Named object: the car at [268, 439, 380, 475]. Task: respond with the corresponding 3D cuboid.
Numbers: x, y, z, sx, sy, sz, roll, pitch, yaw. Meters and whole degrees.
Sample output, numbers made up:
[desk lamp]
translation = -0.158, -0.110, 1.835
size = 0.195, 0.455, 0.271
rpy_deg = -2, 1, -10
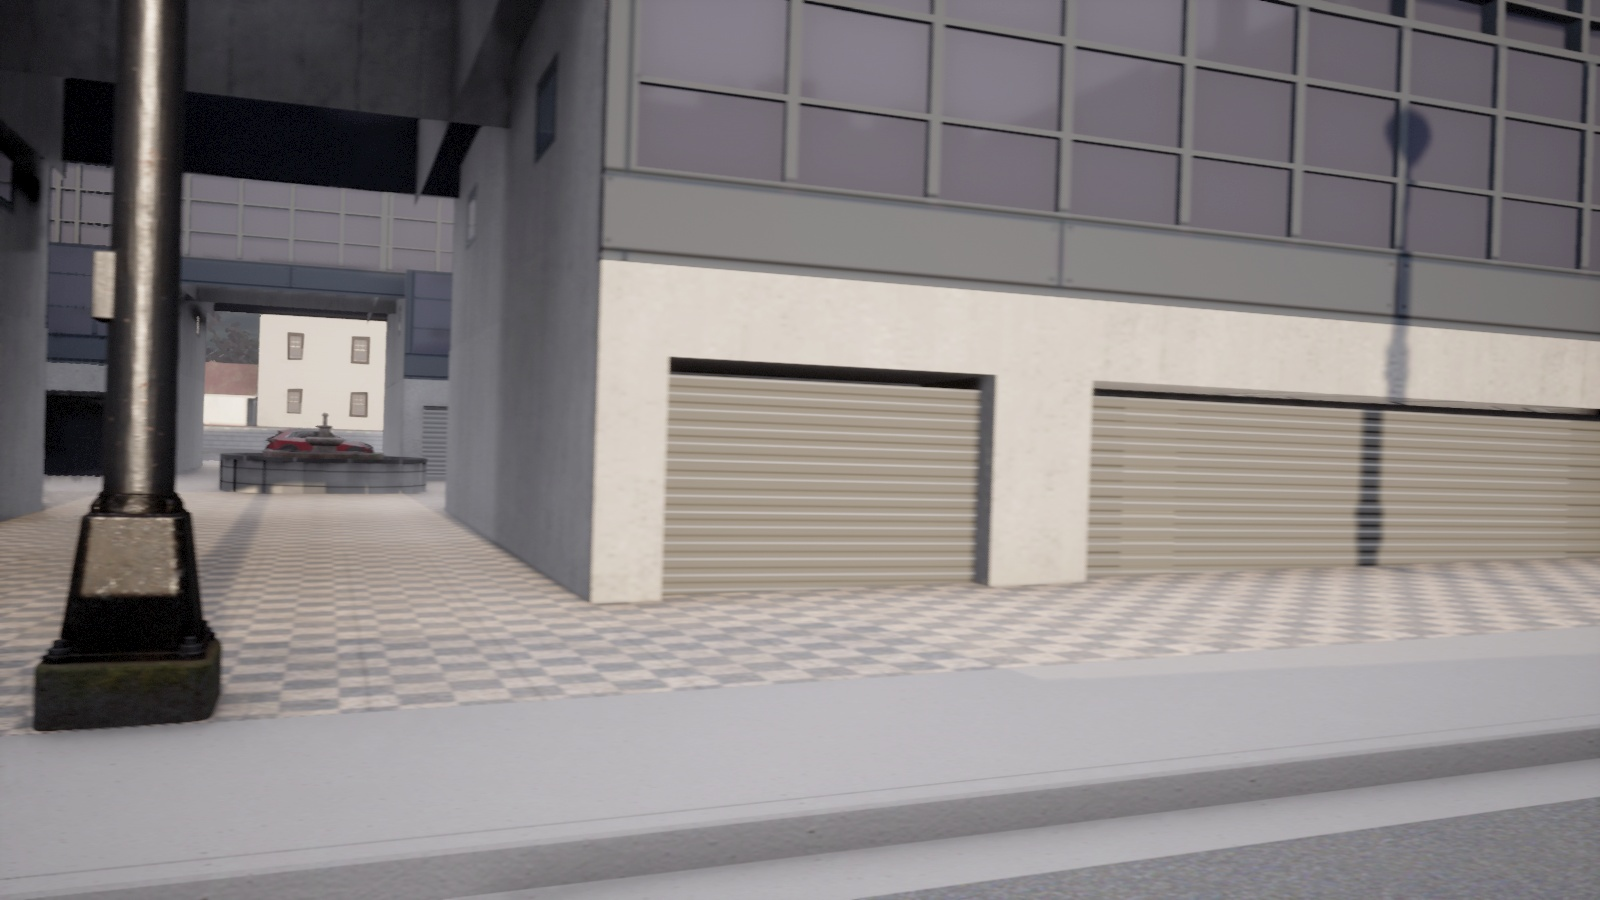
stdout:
[car]
translation = -22.551, 0.310, 59.479
size = 4.856, 1.649, 2.033
rpy_deg = 0, 0, -23
